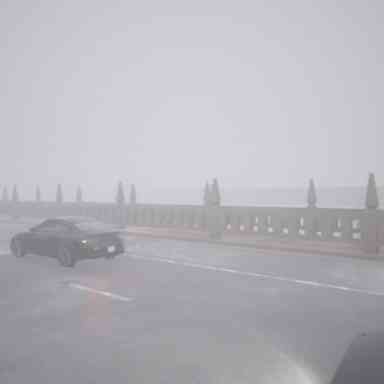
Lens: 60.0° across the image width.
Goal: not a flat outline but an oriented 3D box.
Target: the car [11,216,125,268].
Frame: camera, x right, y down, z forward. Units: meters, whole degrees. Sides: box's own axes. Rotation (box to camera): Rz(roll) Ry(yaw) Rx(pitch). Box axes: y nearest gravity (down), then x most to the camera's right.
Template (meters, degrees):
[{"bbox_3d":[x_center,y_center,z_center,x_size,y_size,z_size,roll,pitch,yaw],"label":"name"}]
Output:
[{"bbox_3d":[-4.304,1.554,11.365,4.674,1.442,1.812,0,0,36],"label":"car"}]

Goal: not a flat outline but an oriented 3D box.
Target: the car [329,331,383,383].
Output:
[{"bbox_3d":[3.454,1.542,1.528,5.357,1.411,2.033,0,0,35],"label":"car"}]
